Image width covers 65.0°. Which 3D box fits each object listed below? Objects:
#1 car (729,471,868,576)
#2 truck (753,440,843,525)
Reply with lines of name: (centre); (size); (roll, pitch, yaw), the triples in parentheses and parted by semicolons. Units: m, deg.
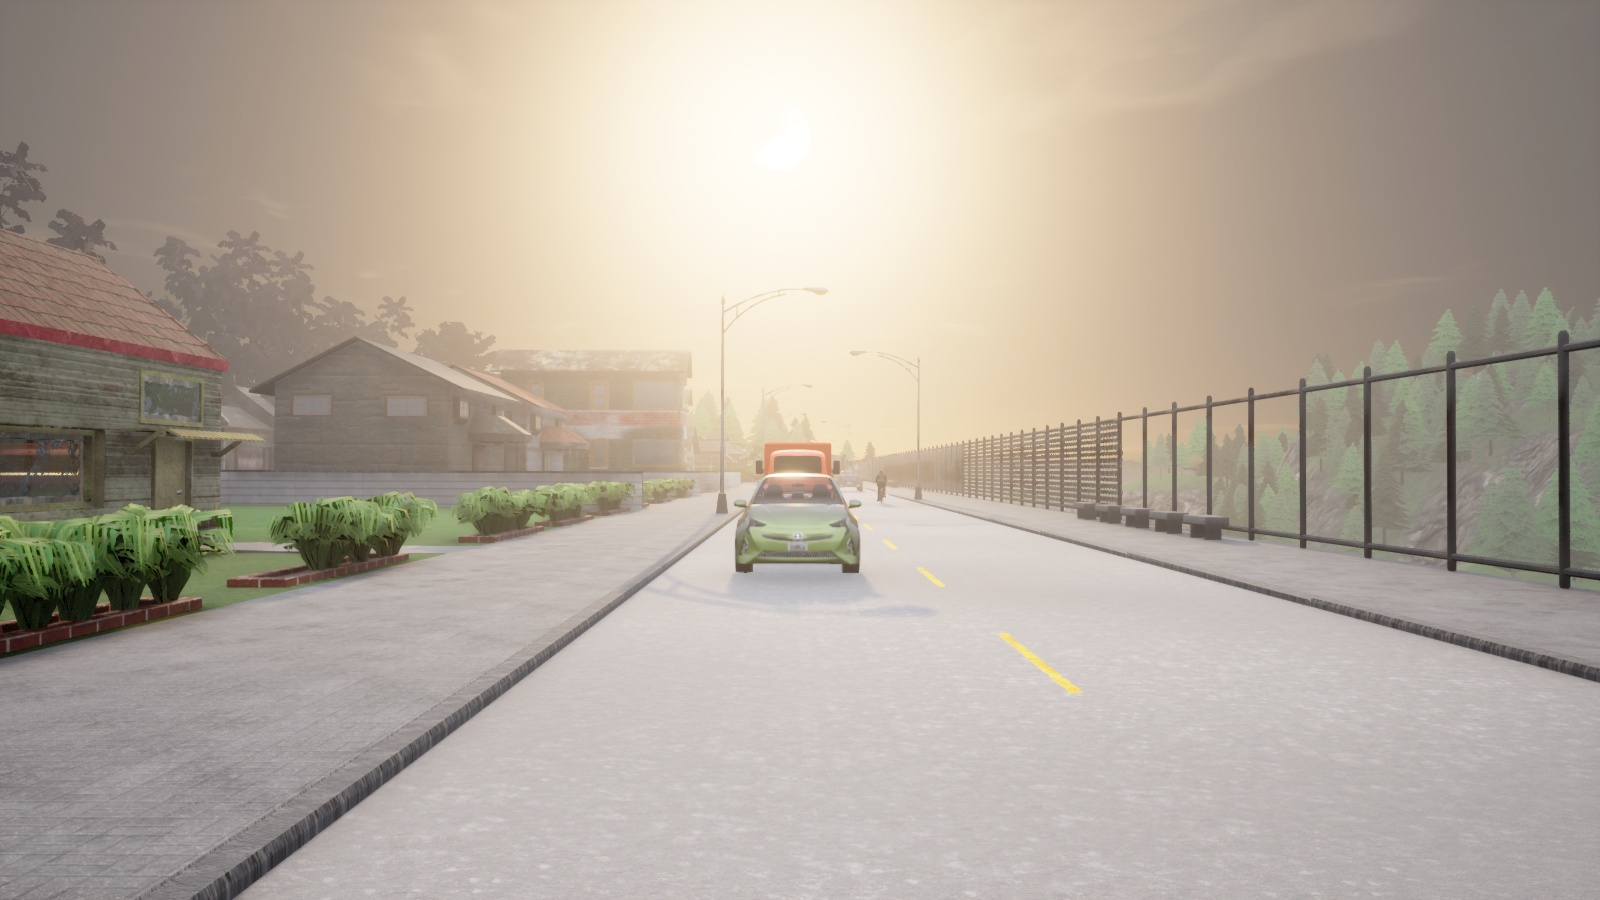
car: (-0.028, 1.105, 20.475); (2.007, 1.525, 4.514); (0, -1, 0)
truck: (-0.064, 0.984, 39.166); (2.627, 2.467, 5.204); (0, -1, 0)
